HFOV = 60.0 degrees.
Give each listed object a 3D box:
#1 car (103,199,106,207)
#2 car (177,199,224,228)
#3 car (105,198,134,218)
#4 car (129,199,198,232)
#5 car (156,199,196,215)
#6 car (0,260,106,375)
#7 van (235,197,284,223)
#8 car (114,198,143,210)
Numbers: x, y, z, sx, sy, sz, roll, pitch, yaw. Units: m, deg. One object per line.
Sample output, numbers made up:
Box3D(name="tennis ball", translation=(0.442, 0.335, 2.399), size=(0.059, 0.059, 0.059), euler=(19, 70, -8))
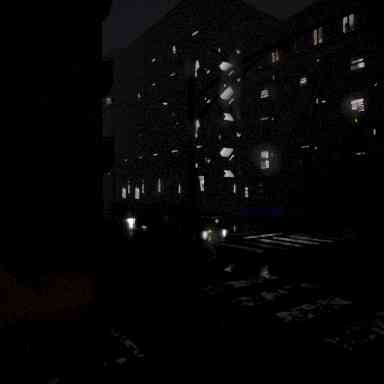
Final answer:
Box3D(name="car", translation=(-14.256, 1.429, 47.008), size=(2.128, 1.511, 4.902), euler=(-1, 0, -36))
Box3D(name="car", translation=(0.050, 1.473, 21.866), size=(2.128, 1.511, 4.902), euler=(-1, 0, -36))
Box3D(name="car", translation=(-5.816, 1.532, 29.975), size=(1.994, 1.385, 4.181), euler=(-1, 0, -36))
Box3D(name="car", translation=(-1.818, 1.441, 20.033), size=(1.967, 1.590, 4.097), euler=(0, 0, -36))
Box3D(name="car", translation=(-1.755, 1.450, 34.242), size=(1.752, 1.417, 4.829), euler=(0, 0, -36))
Box3D(name="car", translation=(-3.549, 1.525, 4.036), size=(4.829, 1.417, 1.752), euler=(0, 0, -35))
Box3D(name="van", translation=(4.982, 1.280, 24.930), size=(1.690, 1.788, 3.998), euler=(0, 0, -36))
Box3D(name="car", translation=(-8.293, 1.463, 43.277), size=(1.887, 1.381, 4.507), euler=(-1, 0, -36))
